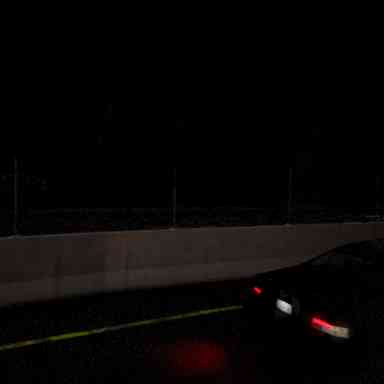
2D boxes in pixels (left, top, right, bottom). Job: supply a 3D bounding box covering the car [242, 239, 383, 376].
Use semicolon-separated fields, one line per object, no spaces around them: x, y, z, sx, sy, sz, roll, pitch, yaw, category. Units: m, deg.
3.426;1.473;5.102;5.357;1.411;2.033;0;2;-24;car
